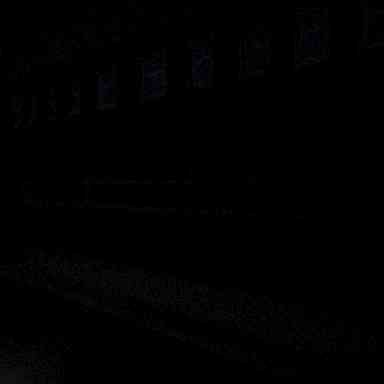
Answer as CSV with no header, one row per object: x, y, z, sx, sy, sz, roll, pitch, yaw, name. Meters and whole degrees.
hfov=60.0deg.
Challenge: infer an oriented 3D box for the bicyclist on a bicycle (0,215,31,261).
-5.279,1.264,9.110,0.582,1.620,1.656,1,10,38,bicyclist on a bicycle
